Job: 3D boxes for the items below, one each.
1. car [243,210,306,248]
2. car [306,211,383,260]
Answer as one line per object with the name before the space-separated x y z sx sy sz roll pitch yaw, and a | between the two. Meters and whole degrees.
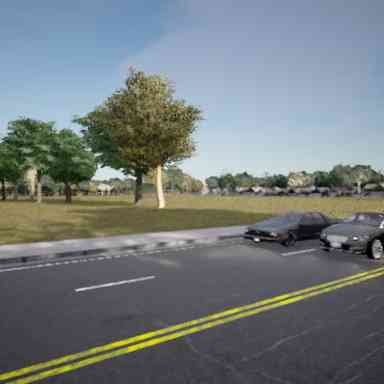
car | 4.810 1.563 15.169 5.357 1.411 2.033 0 0 -36
car | 6.825 1.500 12.610 4.902 1.511 2.128 0 0 -35
